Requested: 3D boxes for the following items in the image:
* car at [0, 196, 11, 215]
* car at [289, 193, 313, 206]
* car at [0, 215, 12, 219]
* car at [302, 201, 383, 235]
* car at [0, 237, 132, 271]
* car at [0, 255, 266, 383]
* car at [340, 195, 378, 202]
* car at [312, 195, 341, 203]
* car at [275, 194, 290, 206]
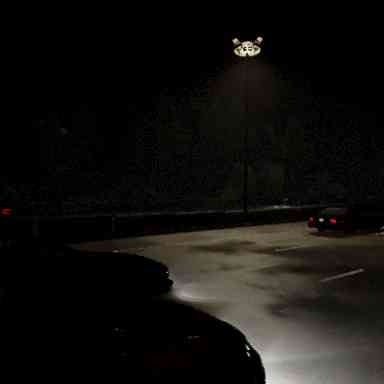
[{"bbox_3d":[-12.232,1.222,16.763,5.566,2.045,2.150,0,0,-36],"label":"car"},{"bbox_3d":[16.167,1.179,45.613,4.902,1.511,2.128,-1,1,-35],"label":"car"},{"bbox_3d":[-6.514,1.507,7.698,4.892,1.490,1.837,0,0,-36],"label":"car"},{"bbox_3d":[8.694,1.477,18.550,5.357,1.411,2.033,0,0,-36],"label":"car"},{"bbox_3d":[-3.003,1.546,5.904,5.357,1.411,2.033,0,0,-36],"label":"car"},{"bbox_3d":[-1.329,1.563,2.799,4.181,1.385,1.994,0,0,-36],"label":"car"},{"bbox_3d":[20.571,1.172,40.159,4.902,1.511,2.128,-1,1,-35],"label":"car"},{"bbox_3d":[18.200,1.179,42.766,4.902,1.511,2.128,-1,1,-35],"label":"car"},{"bbox_3d":[14.241,1.036,48.529,4.553,1.767,2.097,-1,1,-35],"label":"car"}]
